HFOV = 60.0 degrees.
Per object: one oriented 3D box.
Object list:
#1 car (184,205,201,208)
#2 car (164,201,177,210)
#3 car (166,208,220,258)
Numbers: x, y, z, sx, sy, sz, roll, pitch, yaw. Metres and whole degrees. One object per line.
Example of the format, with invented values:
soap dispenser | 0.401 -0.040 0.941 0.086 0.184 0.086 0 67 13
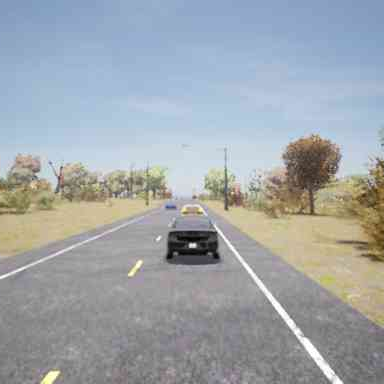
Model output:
car | 0.039 1.839 28.537 1.882 1.535 5.008 0 0 0
car | -3.597 2.210 56.710 1.882 1.535 5.008 0 -1 0
car | 0.045 1.649 13.548 1.882 1.535 5.008 0 0 0
